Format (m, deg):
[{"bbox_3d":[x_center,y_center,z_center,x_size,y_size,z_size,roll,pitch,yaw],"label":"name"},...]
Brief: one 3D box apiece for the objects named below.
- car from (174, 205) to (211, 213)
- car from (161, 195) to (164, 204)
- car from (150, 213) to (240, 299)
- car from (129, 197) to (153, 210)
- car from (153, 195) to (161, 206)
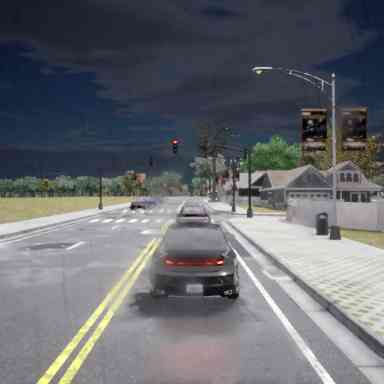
[{"bbox_3d":[0.045,1.500,18.746,2.128,1.511,4.902,0,0,-2],"label":"car"},{"bbox_3d":[-6.644,1.353,65.184,2.097,1.767,4.553,0,0,0],"label":"car"},{"bbox_3d":[0.070,1.509,8.476,1.837,1.490,4.892,0,0,1],"label":"car"},{"bbox_3d":[-6.680,1.556,42.721,2.033,1.411,5.357,0,0,1],"label":"car"},{"bbox_3d":[-6.671,1.480,54.431,1.882,1.535,5.008,0,0,0],"label":"car"}]
